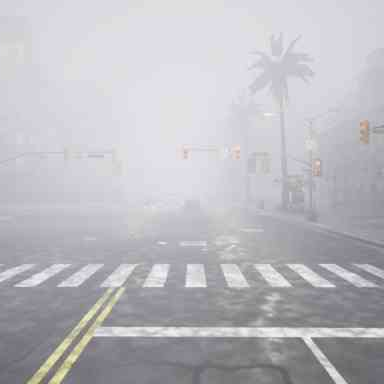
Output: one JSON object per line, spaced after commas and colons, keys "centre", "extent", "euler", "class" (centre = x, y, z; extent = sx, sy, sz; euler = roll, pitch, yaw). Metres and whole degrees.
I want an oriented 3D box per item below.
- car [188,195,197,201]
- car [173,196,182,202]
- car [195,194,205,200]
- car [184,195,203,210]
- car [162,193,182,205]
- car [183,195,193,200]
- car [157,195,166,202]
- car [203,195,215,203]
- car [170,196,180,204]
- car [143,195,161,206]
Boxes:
{"centre": [0.032, 1.540, 85.168], "extent": [2.033, 1.411, 5.357], "euler": [0, 0, -4], "class": "car"}
{"centre": [-3.357, 1.595, 77.148], "extent": [1.895, 1.301, 4.718], "euler": [0, 0, 0], "class": "car"}
{"centre": [2.336, 1.478, 95.489], "extent": [1.882, 1.535, 5.008], "euler": [0, 0, -12], "class": "car"}
{"centre": [0.102, 1.477, 42.568], "extent": [1.882, 1.535, 5.008], "euler": [0, 0, 2], "class": "car"}
{"centre": [-3.421, 1.221, 57.546], "extent": [2.150, 2.045, 5.566], "euler": [0, 0, 1], "class": "car"}
{"centre": [-1.203, 1.524, 95.421], "extent": [1.812, 1.442, 4.674], "euler": [0, 0, -12], "class": "car"}
{"centre": [-6.860, 1.524, 75.133], "extent": [1.812, 1.442, 4.674], "euler": [0, 0, 0], "class": "car"}
{"centre": [3.729, 1.491, 69.640], "extent": [2.128, 1.511, 4.902], "euler": [0, 0, 0], "class": "car"}
{"centre": [-3.392, 1.526, 67.055], "extent": [1.812, 1.442, 4.674], "euler": [0, 0, 1], "class": "car"}
{"centre": [-6.936, 1.352, 56.353], "extent": [2.097, 1.767, 4.553], "euler": [0, 0, 1], "class": "car"}
